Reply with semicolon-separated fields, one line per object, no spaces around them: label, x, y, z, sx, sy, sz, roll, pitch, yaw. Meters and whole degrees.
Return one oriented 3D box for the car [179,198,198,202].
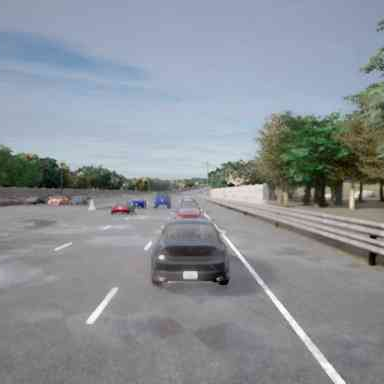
car;-0.276;1.534;27.552;1.837;1.490;4.892;0;0;-1

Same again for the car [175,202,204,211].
car;-0.159;1.544;20.123;1.812;1.442;4.674;0;0;-1

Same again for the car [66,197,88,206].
car;-18.441;1.559;54.308;1.837;1.490;4.892;0;0;-1

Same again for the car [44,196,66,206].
car;-21.946;1.404;54.772;2.097;1.767;4.553;0;0;-1

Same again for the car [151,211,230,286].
car;-0.049;1.509;9.423;1.837;1.490;4.892;0;0;0

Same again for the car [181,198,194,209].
car;-0.623;1.585;48.038;1.812;1.442;4.674;0;0;-1

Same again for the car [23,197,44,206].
car;-25.465;1.474;54.257;2.033;1.411;5.357;-1;0;-1

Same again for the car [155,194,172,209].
car;-4.117;1.274;47.837;2.150;2.045;5.566;0;-1;-1

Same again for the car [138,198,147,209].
car;-7.613;1.531;47.480;1.882;1.535;5.008;0;0;-1

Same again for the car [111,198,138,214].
car;-7.348;1.600;35.798;1.994;1.385;4.181;0;0;-1
